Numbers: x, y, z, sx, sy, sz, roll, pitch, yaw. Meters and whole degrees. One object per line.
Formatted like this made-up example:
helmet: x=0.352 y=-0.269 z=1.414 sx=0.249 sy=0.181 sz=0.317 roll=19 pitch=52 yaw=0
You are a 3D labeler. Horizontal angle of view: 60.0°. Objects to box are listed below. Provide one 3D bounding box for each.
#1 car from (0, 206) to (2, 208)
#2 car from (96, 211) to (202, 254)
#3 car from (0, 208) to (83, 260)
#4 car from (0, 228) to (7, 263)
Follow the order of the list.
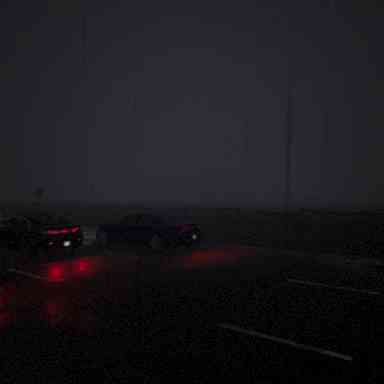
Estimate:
car: x=-15.712 y=1.347 z=23.755 sx=5.566 sy=2.045 sz=2.150 roll=0 pitch=0 yaw=36
car: x=-1.924 y=1.522 z=13.902 sx=5.008 sy=1.535 sz=1.882 roll=0 pitch=0 yaw=36
car: x=-6.195 y=1.548 z=12.671 sx=4.902 sy=1.511 sz=2.128 roll=0 pitch=0 yaw=36
car: x=-7.279 y=1.653 z=9.139 sx=4.718 sy=1.301 sz=1.895 roll=0 pitch=0 yaw=36
